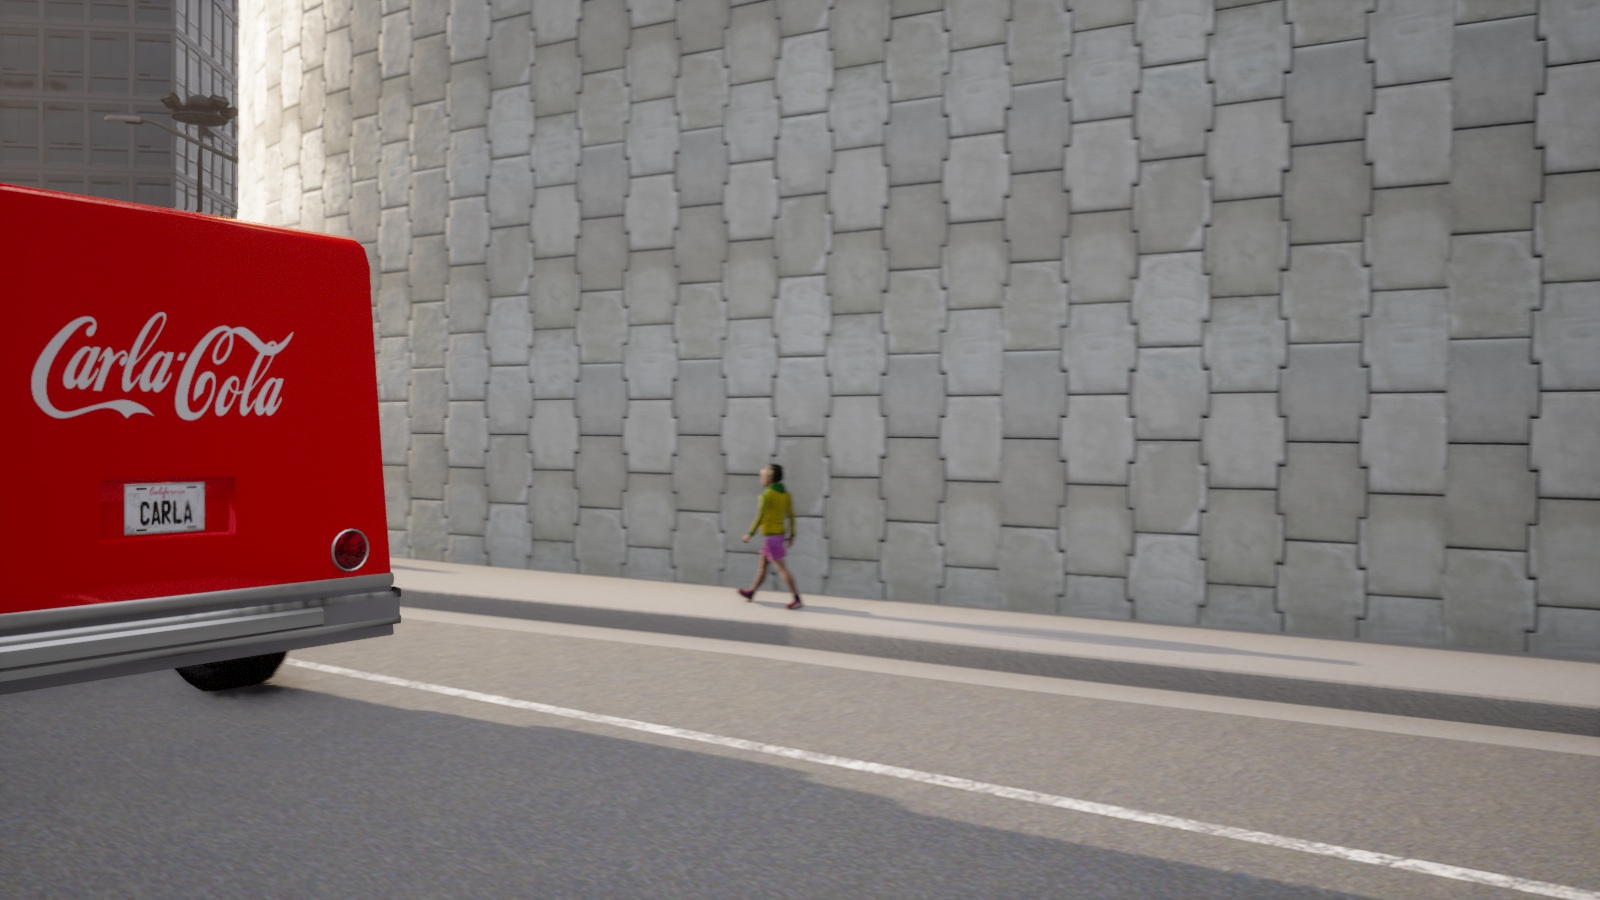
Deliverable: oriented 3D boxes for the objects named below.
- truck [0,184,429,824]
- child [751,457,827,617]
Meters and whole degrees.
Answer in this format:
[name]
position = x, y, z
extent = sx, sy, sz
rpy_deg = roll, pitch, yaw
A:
[truck]
position = -4.831, 0.194, 6.903
extent = 5.204, 2.467, 2.627
rpy_deg = 0, 1, 34
[child]
position = -0.083, 0.639, 9.436
extent = 0.473, 1.160, 0.299
rpy_deg = 0, 1, 31
